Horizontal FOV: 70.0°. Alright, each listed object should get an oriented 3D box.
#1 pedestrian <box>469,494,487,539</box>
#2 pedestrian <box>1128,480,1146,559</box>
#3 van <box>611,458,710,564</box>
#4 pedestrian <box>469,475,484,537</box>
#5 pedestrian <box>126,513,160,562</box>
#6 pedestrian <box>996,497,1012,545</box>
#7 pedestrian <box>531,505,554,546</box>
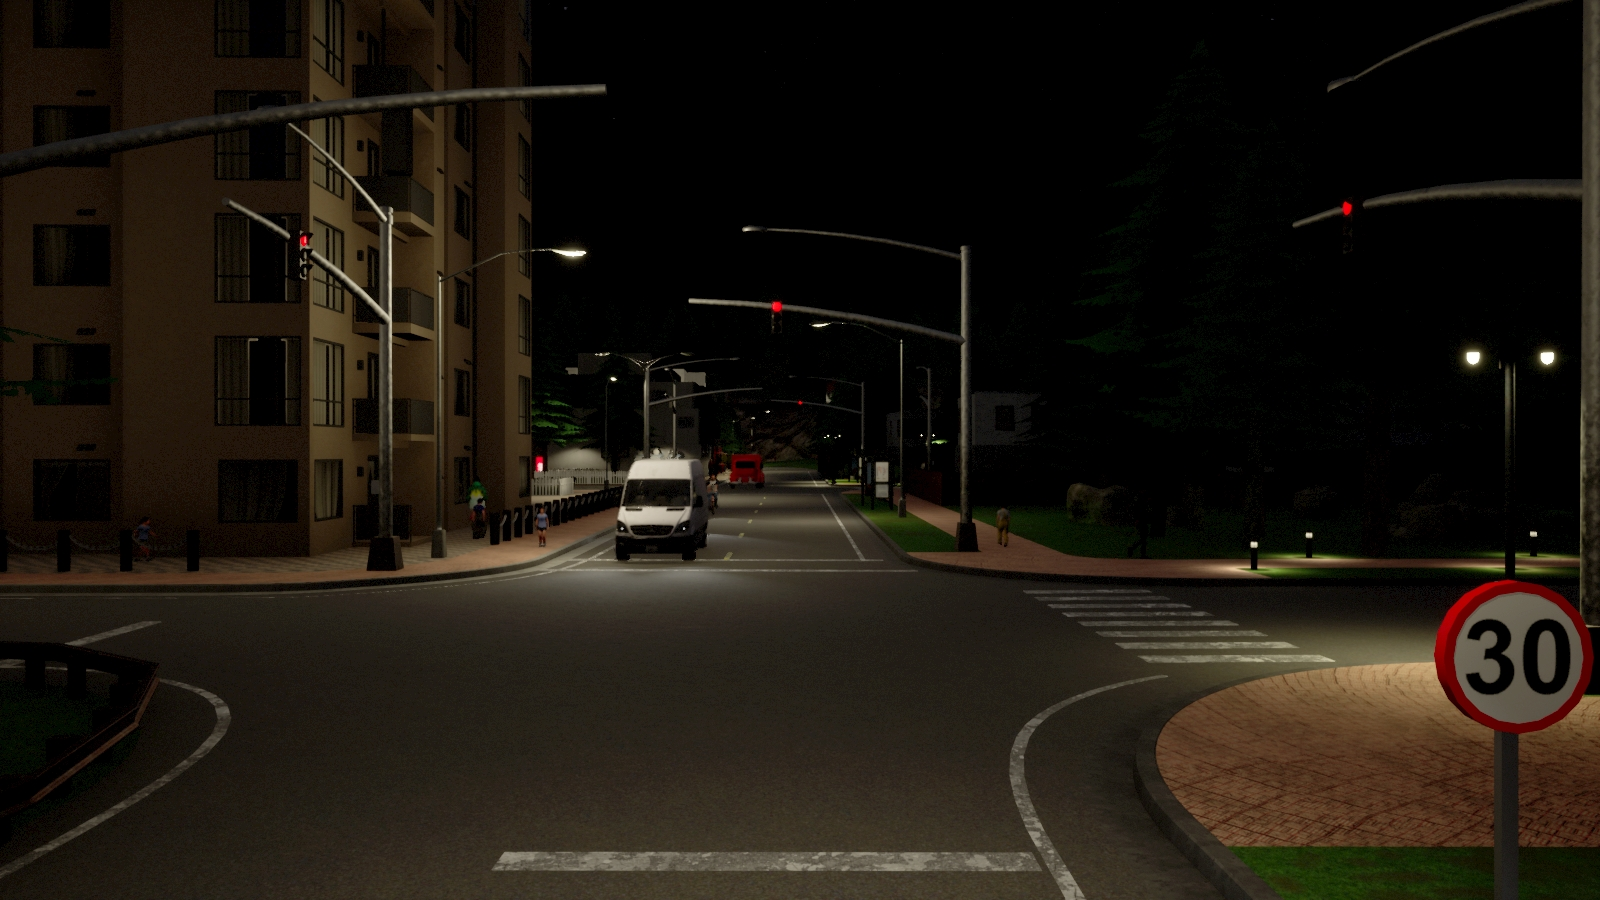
[{"bbox_3d":[-9.508,1.956,33.783,0.375,1.300,0.375,0,0,15],"label":"pedestrian"},{"bbox_3d":[8.068,1.665,27.377,0.375,1.860,0.375,0,0,22],"label":"pedestrian"},{"bbox_3d":[-3.634,1.515,30.816,1.988,2.561,5.915,0,0,0],"label":"van"},{"bbox_3d":[-9.730,1.677,34.378,0.375,1.860,0.375,0,0,-5],"label":"pedestrian"},{"bbox_3d":[-15.464,2.057,26.909,0.500,1.100,0.500,0,0,3],"label":"pedestrian"},{"bbox_3d":[5.596,1.956,31.415,0.375,1.300,0.375,0,0,1],"label":"pedestrian"},{"bbox_3d":[-7.015,2.056,31.122,0.500,1.100,0.500,0,0,-1],"label":"pedestrian"}]
